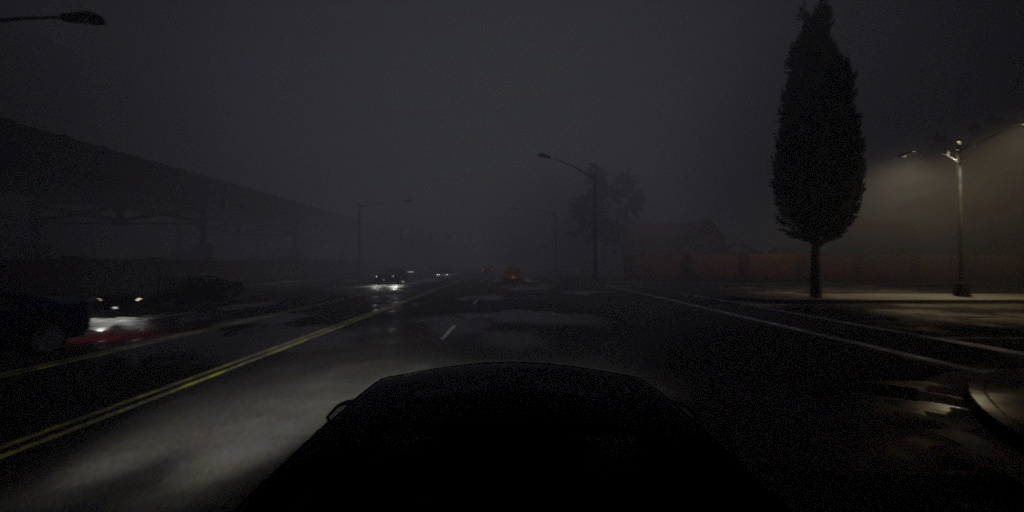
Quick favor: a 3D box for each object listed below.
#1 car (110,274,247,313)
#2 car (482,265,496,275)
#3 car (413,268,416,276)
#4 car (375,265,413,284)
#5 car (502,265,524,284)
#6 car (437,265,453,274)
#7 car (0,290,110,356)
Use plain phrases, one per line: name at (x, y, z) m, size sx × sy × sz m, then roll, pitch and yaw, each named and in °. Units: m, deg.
car at (-14.100, 1.490, 15.396) m, size 2.033 × 1.411 × 5.357 m, roll 0°, pitch -1°, yaw 0°
car at (-3.402, 2.015, 52.773) m, size 2.033 × 1.411 × 5.357 m, roll 0°, pitch -1°, yaw 0°
car at (-14.083, 1.933, 46.881) m, size 2.033 × 1.411 × 5.357 m, roll 0°, pitch -1°, yaw 0°
car at (-10.590, 1.700, 31.901) m, size 1.812 × 1.442 × 4.674 m, roll 0°, pitch -1°, yaw 0°
car at (0.099, 1.663, 32.706) m, size 1.882 × 1.535 × 5.008 m, roll 0°, pitch -1°, yaw 0°
car at (-10.507, 2.072, 56.815) m, size 2.033 × 1.411 × 5.357 m, roll 0°, pitch -1°, yaw 0°
car at (-10.600, 1.289, 6.041) m, size 1.882 × 1.535 × 5.008 m, roll 0°, pitch -1°, yaw 0°
